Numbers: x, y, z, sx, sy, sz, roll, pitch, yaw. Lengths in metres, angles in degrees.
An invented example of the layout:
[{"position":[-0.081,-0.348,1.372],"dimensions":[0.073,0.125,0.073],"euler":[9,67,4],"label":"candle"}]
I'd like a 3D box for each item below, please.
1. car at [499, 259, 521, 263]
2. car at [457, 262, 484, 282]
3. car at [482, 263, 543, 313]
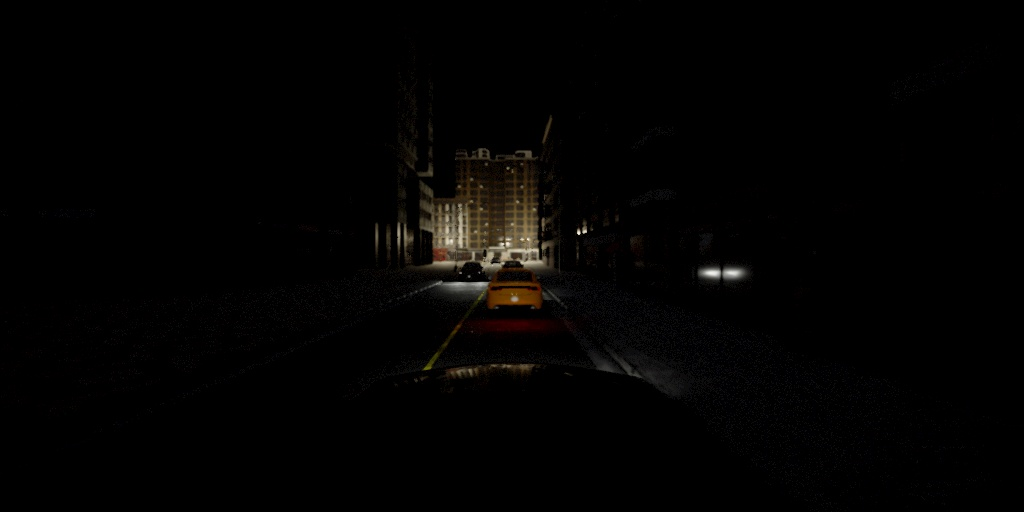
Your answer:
[{"position":[0.061,1.147,31.713],"dimensions":[1.882,1.535,5.008],"euler":[0,0,0],"label":"car"},{"position":[-3.128,1.207,28.458],"dimensions":[1.812,1.442,4.674],"euler":[0,0,0],"label":"car"},{"position":[0.088,1.200,13.775],"dimensions":[1.882,1.535,5.008],"euler":[0,0,0],"label":"car"}]
